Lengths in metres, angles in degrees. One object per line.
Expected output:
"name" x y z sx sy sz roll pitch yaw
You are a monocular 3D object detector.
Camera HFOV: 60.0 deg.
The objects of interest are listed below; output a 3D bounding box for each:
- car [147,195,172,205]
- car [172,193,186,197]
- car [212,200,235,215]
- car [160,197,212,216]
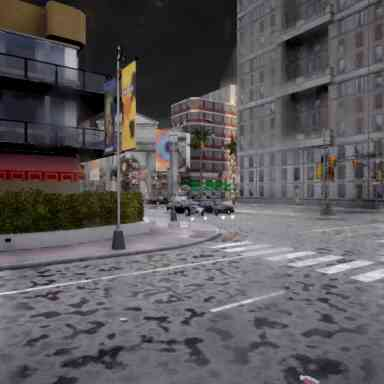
"car" -6.270 1.505 59.585 1.837 1.490 4.892 0 0 -44
"car" -2.557 1.221 62.268 2.150 2.045 5.566 0 0 -15
"car" 2.028 1.547 34.440 2.033 1.411 5.357 0 0 -35
"car" -0.657 1.491 32.176 2.128 1.511 4.902 0 0 -35
